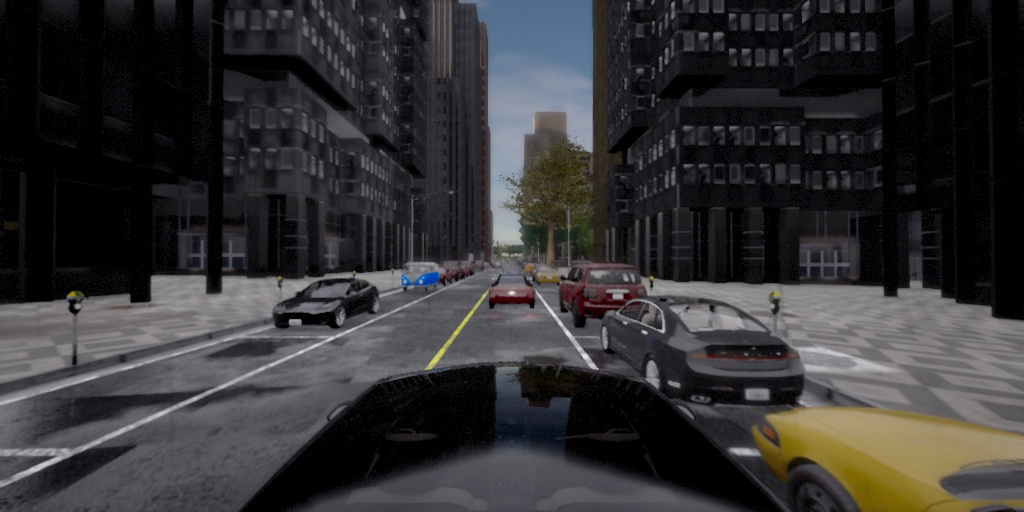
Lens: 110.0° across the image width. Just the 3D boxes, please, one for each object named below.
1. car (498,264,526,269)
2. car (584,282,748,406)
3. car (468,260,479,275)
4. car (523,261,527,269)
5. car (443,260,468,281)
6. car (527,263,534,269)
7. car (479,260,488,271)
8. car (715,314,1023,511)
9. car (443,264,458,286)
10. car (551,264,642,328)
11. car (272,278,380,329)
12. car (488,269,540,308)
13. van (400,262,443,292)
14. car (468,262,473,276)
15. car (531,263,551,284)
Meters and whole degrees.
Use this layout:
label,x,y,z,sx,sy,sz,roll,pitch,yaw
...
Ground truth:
label,x,y,z,sx,sy,sz,roll,pitch,yaw
car,-0.010,1.629,30.965,1.895,1.301,4.718,0,-1,0
car,2.761,1.343,6.211,2.007,1.370,4.403,0,0,0
car,-5.781,1.475,44.791,2.192,1.841,5.009,0,0,0
car,2.979,1.700,51.104,1.882,1.535,5.008,0,-1,0
car,-5.776,1.370,33.767,2.192,1.841,5.009,0,0,0
car,2.749,1.495,33.775,1.967,1.591,4.097,0,0,0
car,-5.788,1.635,61.328,2.192,1.841,5.009,0,0,0
car,2.763,1.266,0.868,1.751,1.417,4.829,0,0,0
car,-5.774,1.547,28.254,1.888,1.381,4.507,0,0,0
car,2.758,1.159,11.724,2.192,1.841,5.009,0,0,0
car,-5.767,1.410,11.717,1.948,1.339,4.313,0,0,0
car,0.000,1.451,16.145,1.994,1.385,4.181,0,-1,0
van,-5.772,1.290,22.742,1.690,1.789,3.998,0,0,0
car,-5.779,1.653,39.279,1.888,1.381,4.507,0,0,0
car,2.751,1.528,28.433,1.751,1.417,4.829,0,0,0
